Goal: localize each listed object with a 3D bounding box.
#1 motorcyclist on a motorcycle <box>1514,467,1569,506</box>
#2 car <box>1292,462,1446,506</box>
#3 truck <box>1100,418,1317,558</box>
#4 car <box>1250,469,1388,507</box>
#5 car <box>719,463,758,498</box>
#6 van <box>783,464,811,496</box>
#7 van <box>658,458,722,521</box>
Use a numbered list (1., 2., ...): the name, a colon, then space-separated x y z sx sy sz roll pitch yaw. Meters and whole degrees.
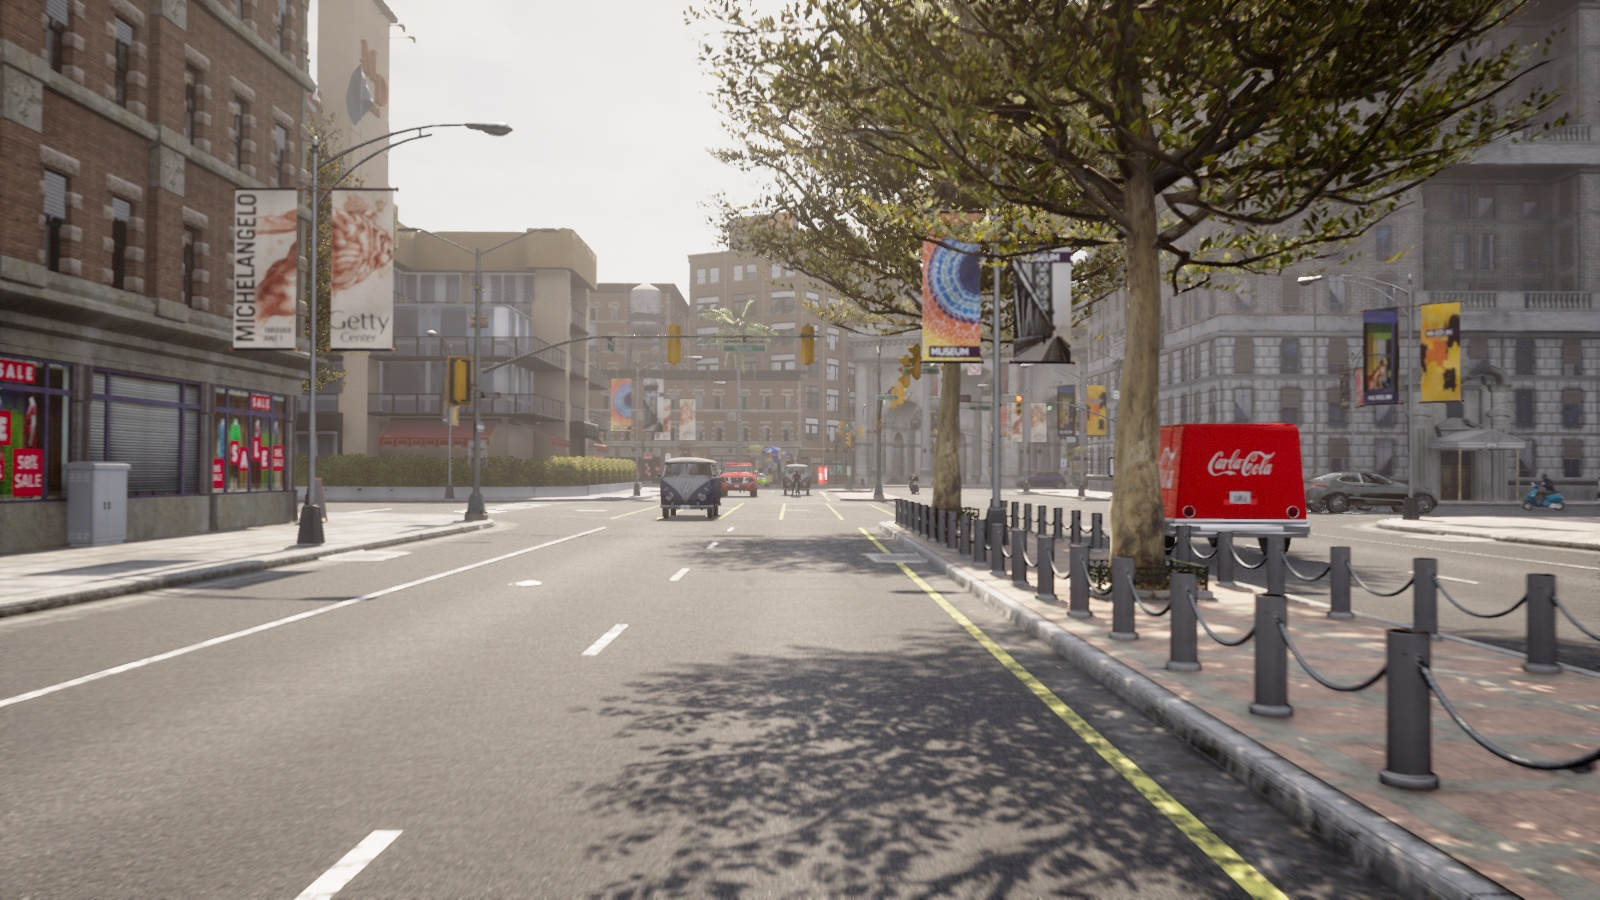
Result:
1. motorcyclist on a motorcycle: 31.152 1.527 52.770 1.817 1.590 0.866 0 -1 0
2. car: 22.214 1.328 49.172 5.027 1.651 2.152 0 -1 0
3. truck: 7.832 0.711 24.777 2.627 2.467 5.204 0 -1 1
4. car: 21.738 1.587 52.693 5.008 1.535 1.882 0 -1 0
5. car: -3.686 1.824 76.208 2.150 2.045 5.566 0 -1 0
6. van: -0.200 1.933 81.510 1.775 1.987 4.442 0 -1 0
7. van: -3.603 1.282 41.813 1.775 1.987 4.442 0 -1 0
